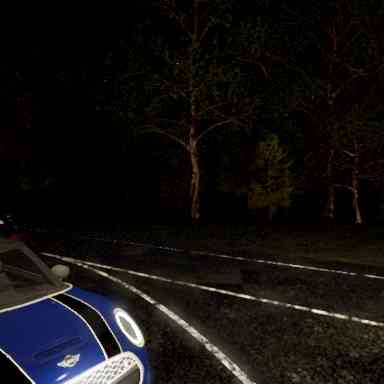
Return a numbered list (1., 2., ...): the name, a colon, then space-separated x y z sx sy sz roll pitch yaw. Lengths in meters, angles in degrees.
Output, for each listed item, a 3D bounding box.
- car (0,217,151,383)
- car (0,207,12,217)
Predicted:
1. car: -2.619 1.337 3.748 4.553 1.767 2.097 1 0 35
2. car: -11.944 1.415 18.929 4.674 1.442 1.812 0 0 37
